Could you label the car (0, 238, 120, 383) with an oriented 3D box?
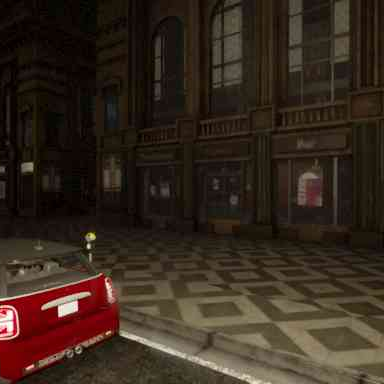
[{"bbox_3d":[-3.080,1.440,5.165,4.097,1.590,1.967,0,0,36],"label":"car"}]
